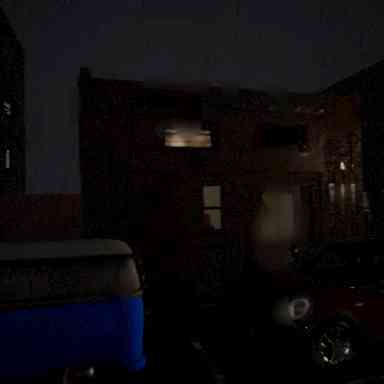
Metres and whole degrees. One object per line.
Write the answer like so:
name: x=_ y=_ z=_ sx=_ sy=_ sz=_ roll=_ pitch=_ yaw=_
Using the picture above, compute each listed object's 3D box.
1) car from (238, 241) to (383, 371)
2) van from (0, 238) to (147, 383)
car: x=2.817 y=1.595 z=5.601 sx=4.097 sy=1.590 sz=1.967 roll=0 pitch=-3 yaw=-15
van: x=-2.532 y=1.533 z=4.124 sx=3.998 sy=1.788 sz=1.690 roll=0 pitch=-3 yaw=-15
